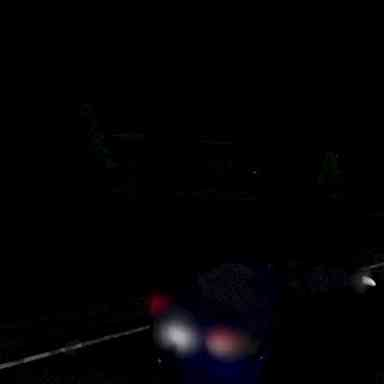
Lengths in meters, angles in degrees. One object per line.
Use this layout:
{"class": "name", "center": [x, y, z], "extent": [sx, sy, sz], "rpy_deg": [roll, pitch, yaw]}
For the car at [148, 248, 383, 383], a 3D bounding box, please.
{"class": "car", "center": [1.489, 1.546, 4.812], "extent": [4.181, 1.385, 1.994], "rpy_deg": [0, 0, -35]}
